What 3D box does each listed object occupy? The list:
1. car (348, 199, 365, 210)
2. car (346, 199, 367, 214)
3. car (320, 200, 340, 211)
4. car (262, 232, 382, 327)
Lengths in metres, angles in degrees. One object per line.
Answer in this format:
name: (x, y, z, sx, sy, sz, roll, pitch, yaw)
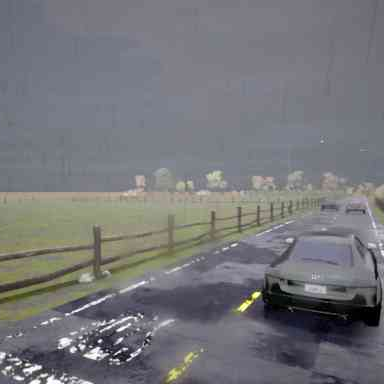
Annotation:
car: (21.909, 1.587, 44.175, 1.895, 1.301, 4.718, 0, 0, 27)
car: (17.433, 1.535, 35.337, 2.033, 1.411, 5.357, 0, 0, 27)
car: (16.564, 1.585, 39.790, 1.895, 1.301, 4.718, 0, 0, 27)
car: (2.944, 1.561, 7.248, 1.994, 1.385, 4.181, 0, 0, 27)
